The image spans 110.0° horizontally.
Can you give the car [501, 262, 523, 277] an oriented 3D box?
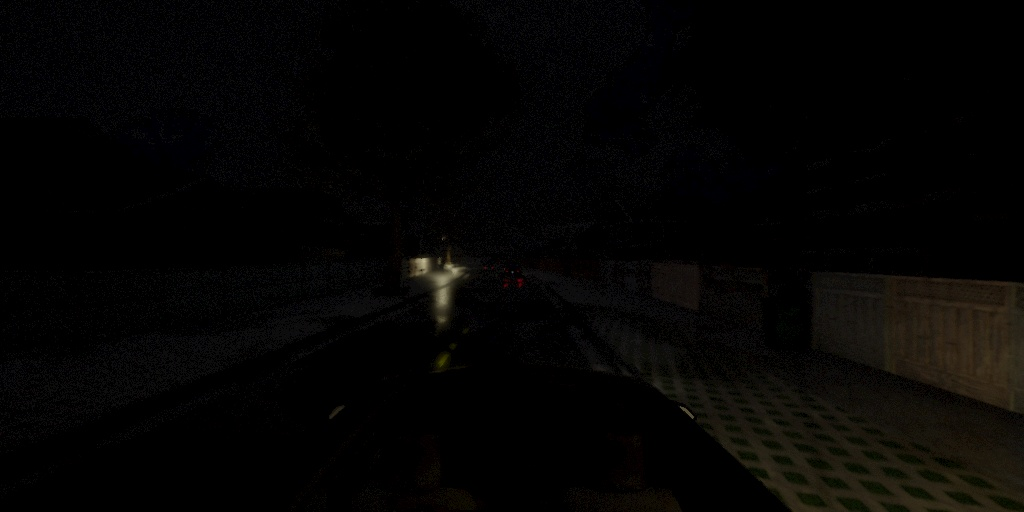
[{"bbox_3d":[-0.076,1.307,35.016,1.812,1.442,4.674,0,0,-3],"label":"car"}]
